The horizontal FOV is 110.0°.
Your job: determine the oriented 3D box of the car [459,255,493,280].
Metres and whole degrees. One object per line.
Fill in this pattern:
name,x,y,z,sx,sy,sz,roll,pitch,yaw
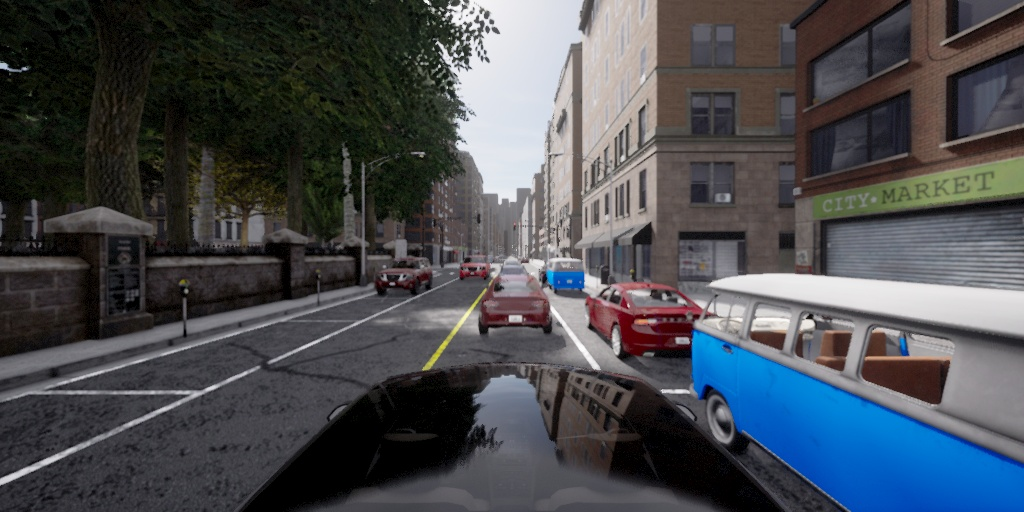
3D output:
car,-3.015,0.956,29.978,2.150,2.045,5.566,0,0,0

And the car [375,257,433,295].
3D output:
car,-5.677,0.997,19.512,2.192,1.841,5.009,0,0,0

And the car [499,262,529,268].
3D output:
car,0.087,1.228,20.010,2.033,1.411,5.357,0,0,1

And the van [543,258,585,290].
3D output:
van,2.847,1.023,19.557,1.690,1.789,3.998,0,0,0

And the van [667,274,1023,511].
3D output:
van,2.856,1.088,2.575,1.690,1.789,3.998,0,0,0

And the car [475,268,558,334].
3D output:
car,0.090,1.244,10.399,1.812,1.442,4.674,0,0,0

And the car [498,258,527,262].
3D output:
car,-0.011,1.145,29.756,1.837,1.490,4.892,0,0,0

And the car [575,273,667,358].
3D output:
car,2.853,1.272,8.236,1.888,1.381,4.507,0,0,0
